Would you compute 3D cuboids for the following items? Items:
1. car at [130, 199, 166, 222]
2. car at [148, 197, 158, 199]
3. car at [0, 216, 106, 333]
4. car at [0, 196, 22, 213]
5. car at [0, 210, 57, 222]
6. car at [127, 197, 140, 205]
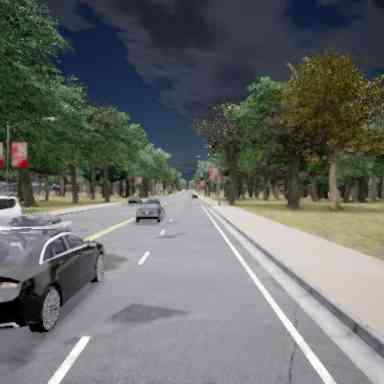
[{"bbox_3d":[-3.148,1.525,25.780,2.033,1.411,5.357,0,0,0],"label":"car"},{"bbox_3d":[-6.543,1.528,55.387,2.033,1.411,5.357,0,0,1],"label":"car"},{"bbox_3d":[-3.153,1.483,6.735,2.128,1.511,4.902,0,0,0],"label":"car"},{"bbox_3d":[-9.850,1.205,15.094,2.150,2.045,5.566,0,0,0],"label":"car"},{"bbox_3d":[-6.600,1.586,13.629,1.895,1.301,4.718,0,0,0],"label":"car"},{"bbox_3d":[-9.795,1.583,57.096,1.895,1.301,4.718,0,0,1],"label":"car"}]
